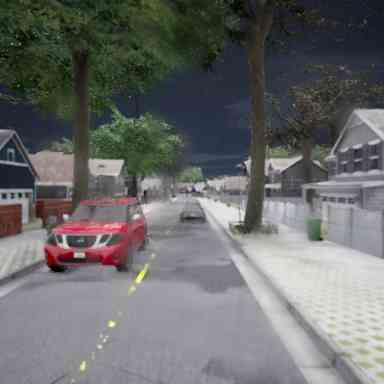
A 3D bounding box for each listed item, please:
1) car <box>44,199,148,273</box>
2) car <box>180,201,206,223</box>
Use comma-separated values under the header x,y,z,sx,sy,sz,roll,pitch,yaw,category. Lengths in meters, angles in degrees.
x,y,z,sx,sy,sz,roll,pitch,yaw,category
-2.821,1.257,11.149,2.150,2.045,5.566,0,0,0,car
0.084,1.639,26.444,1.994,1.385,4.181,0,0,0,car
